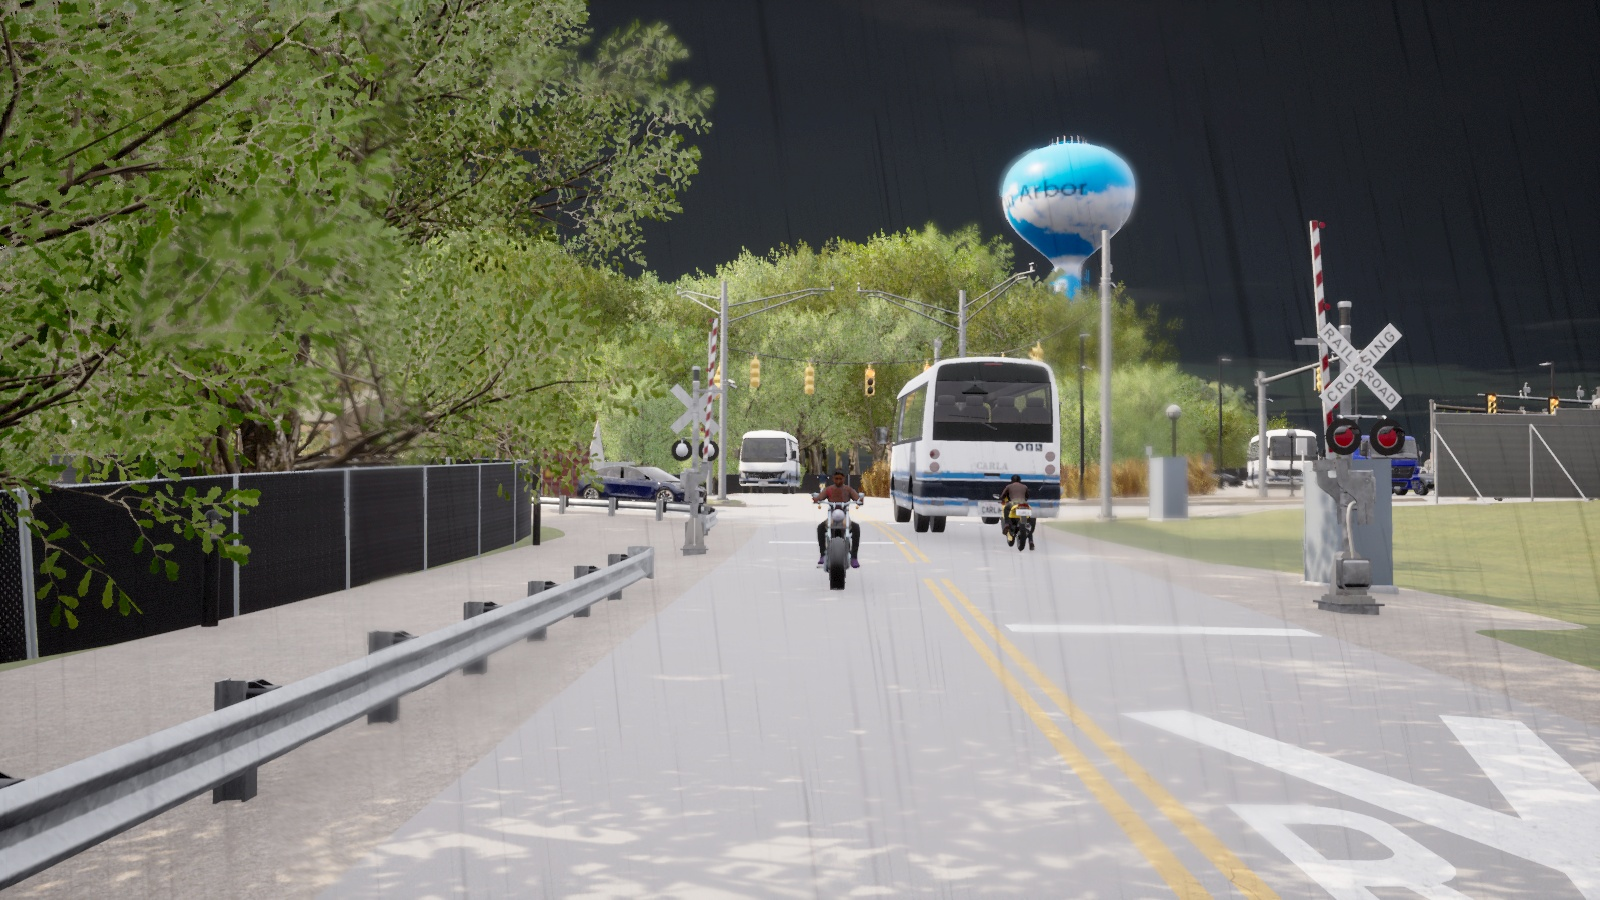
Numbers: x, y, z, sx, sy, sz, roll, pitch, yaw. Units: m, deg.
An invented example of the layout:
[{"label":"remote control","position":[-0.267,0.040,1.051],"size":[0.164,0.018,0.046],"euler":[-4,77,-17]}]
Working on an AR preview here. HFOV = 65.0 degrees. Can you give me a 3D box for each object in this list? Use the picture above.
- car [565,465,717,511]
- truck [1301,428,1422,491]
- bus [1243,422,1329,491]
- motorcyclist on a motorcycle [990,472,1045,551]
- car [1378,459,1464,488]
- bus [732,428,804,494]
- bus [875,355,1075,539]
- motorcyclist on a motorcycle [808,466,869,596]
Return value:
[{"label":"car","position":[-5.468,1.299,43.212],"size":[4.792,1.488,2.163],"euler":[0,-2,28]},{"label":"truck","position":[32.447,0.593,72.946],"size":[2.891,3.462,7.936],"euler":[0,-1,-5]},{"label":"bus","position":[33.057,0.568,85.933],"size":[3.944,4.253,10.273],"euler":[0,-3,12]},{"label":"motorcyclist on a motorcycle","position":[4.379,1.217,25.429],"size":[0.797,1.523,2.044],"euler":[0,-1,1]},{"label":"car","position":[36.097,1.366,73.144],"size":[2.152,1.651,5.027],"euler":[0,-1,-5]},{"label":"bus","position":[-2.037,0.908,86.070],"size":[3.944,4.253,10.273],"euler":[0,-2,4]},{"label":"bus","position":[4.383,-0.010,34.388],"size":[3.944,4.253,10.273],"euler":[1,-1,0]},{"label":"motorcyclist on a motorcycle","position":[0.536,1.050,17.166],"size":[0.766,1.649,2.350],"euler":[0,-1,2]}]
